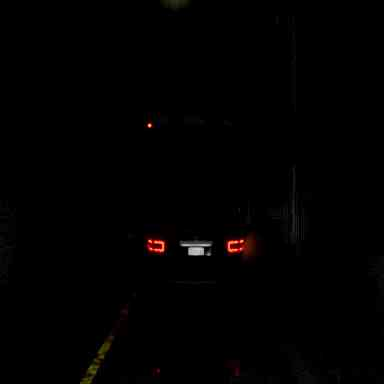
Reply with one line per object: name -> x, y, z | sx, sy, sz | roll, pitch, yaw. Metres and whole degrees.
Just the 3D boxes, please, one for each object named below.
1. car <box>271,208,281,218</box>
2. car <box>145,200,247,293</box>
car -> 9.049, 1.588, 27.643 | 4.718, 1.301, 1.895 | 0, 0, -10
car -> 0.080, 1.222, 9.021 | 2.150, 2.045, 5.566 | 0, 0, 0
